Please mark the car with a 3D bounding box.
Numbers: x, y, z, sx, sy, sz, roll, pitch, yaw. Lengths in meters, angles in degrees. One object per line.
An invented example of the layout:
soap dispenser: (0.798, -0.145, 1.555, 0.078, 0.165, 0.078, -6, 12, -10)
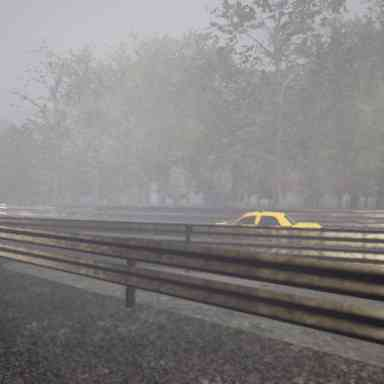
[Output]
car: (2.680, 1.516, 14.124, 5.366, 1.575, 1.801, 0, 0, 22)
